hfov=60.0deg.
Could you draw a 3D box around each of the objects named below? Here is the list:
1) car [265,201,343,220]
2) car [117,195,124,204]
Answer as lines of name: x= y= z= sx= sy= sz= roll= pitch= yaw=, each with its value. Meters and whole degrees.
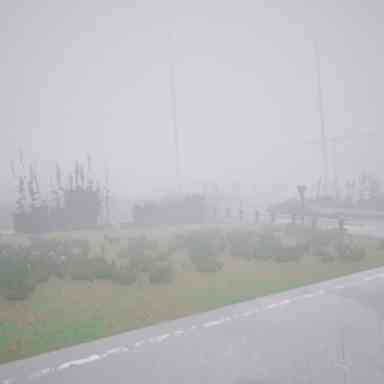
car: x=7.564 y=1.350 z=23.067 sx=2.033 sy=1.411 sz=5.357 roll=0 pitch=2 yaw=-33
car: x=-11.777 y=1.260 z=52.141 sx=1.882 sy=1.535 sz=5.008 roll=0 pitch=-3 yaw=-36
